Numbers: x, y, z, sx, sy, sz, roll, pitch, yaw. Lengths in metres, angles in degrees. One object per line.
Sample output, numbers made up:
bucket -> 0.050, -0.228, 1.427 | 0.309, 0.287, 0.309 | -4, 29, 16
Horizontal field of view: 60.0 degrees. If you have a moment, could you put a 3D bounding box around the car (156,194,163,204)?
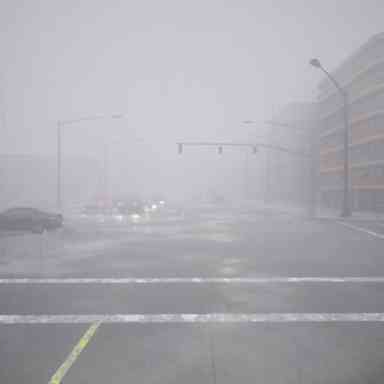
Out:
car -> -6.242, 1.068, 52.695 | 2.128, 1.511, 4.902 | 0, 1, 0

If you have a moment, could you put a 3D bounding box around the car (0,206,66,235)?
car -> -9.213, 1.486, 17.839 | 4.674, 1.442, 1.812 | 0, 0, -1

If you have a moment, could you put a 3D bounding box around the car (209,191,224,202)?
car -> 4.474, 1.033, 58.795 | 1.994, 1.385, 4.181 | 0, 1, 0

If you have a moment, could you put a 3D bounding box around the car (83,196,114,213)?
car -> -9.811, 1.218, 34.876 | 2.097, 1.767, 4.553 | 0, 1, 0

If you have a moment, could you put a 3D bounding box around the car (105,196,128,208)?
car -> -9.780, 1.305, 43.519 | 1.994, 1.385, 4.181 | 0, 1, 0

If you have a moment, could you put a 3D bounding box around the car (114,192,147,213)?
car -> -6.313, 1.219, 34.531 | 2.097, 1.767, 4.553 | 0, 1, 0

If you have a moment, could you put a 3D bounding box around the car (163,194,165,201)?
car -> -6.167, 0.999, 62.824 | 1.895, 1.301, 4.718 | 0, 1, 1

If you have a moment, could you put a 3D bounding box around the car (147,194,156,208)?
car -> -6.281, 1.268, 43.414 | 1.812, 1.442, 4.674 | 0, 1, 0

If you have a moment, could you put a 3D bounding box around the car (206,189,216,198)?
car -> 4.437, 0.409, 75.928 | 2.150, 2.045, 5.566 | 0, 1, 0

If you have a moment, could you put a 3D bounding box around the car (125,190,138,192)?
car -> -9.734, 0.796, 52.963 | 2.150, 2.045, 5.566 | 0, 1, 0

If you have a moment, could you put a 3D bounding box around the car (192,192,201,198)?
car -> 0.934, 0.633, 75.778 | 2.033, 1.411, 5.357 | 0, 1, 0

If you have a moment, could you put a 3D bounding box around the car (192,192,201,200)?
car -> 0.899, 0.945, 65.802 | 1.895, 1.301, 4.718 | 0, 1, 0

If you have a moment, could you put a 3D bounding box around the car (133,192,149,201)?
car -> -9.661, 0.883, 63.214 | 2.128, 1.511, 4.902 | 0, 1, 1
